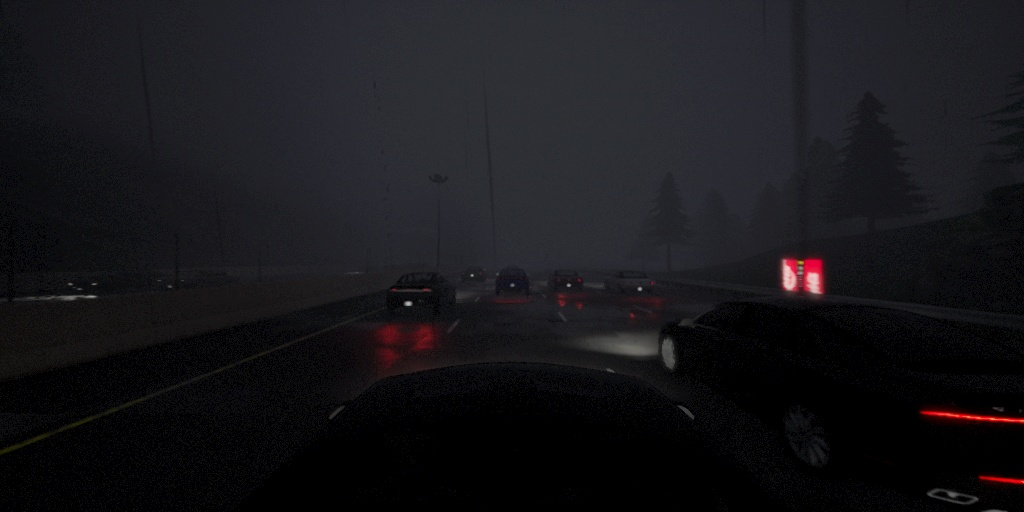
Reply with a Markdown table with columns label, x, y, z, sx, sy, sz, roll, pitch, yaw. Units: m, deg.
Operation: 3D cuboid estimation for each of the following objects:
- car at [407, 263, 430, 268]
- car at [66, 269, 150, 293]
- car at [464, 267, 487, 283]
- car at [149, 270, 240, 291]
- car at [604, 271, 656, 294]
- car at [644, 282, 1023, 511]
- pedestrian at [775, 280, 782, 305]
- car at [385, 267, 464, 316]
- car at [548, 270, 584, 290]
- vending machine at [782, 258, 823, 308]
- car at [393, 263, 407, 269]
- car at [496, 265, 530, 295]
| label | x | y | z | sx | sy | sz | roll | pitch | yaw |
| --- | --- | --- | --- | --- | --- | --- | --- | --- | --- |
| car | -14.044 | 1.806 | 55.160 | 1.882 | 1.535 | 5.008 | 0 | -1 | 0 |
| car | -24.593 | 1.530 | 23.054 | 2.033 | 1.411 | 5.357 | 0 | -1 | 0 |
| car | -3.391 | 1.646 | 32.481 | 1.994 | 1.385 | 4.181 | 0 | -1 | 0 |
| car | -21.092 | 1.597 | 24.305 | 1.895 | 1.301 | 4.718 | 0 | -1 | 0 |
| car | 7.107 | 1.571 | 22.125 | 1.895 | 1.301 | 4.718 | 0 | -1 | 0 |
| car | 3.600 | 1.287 | 4.697 | 1.837 | 1.490 | 4.892 | 0 | -1 | 0 |
| pedestrian | 11.783 | 1.575 | 15.837 | 0.500 | 1.100 | 0.500 | 0 | -1 | 0 |
| car | -3.395 | 1.376 | 14.168 | 2.128 | 1.511 | 4.902 | 0 | -1 | 0 |
| car | 3.607 | 1.601 | 24.920 | 1.895 | 1.301 | 4.718 | 0 | -1 | 0 |
| vending machine | 12.004 | 1.086 | 14.823 | 1.100 | 2.100 | 0.880 | 0 | 0 | 0 |
| car | -17.521 | 1.869 | 59.558 | 2.128 | 1.511 | 4.902 | 0 | -1 | 1 |
| car | 0.050 | 1.445 | 21.714 | 1.882 | 1.535 | 5.008 | 0 | -1 | 1 |
